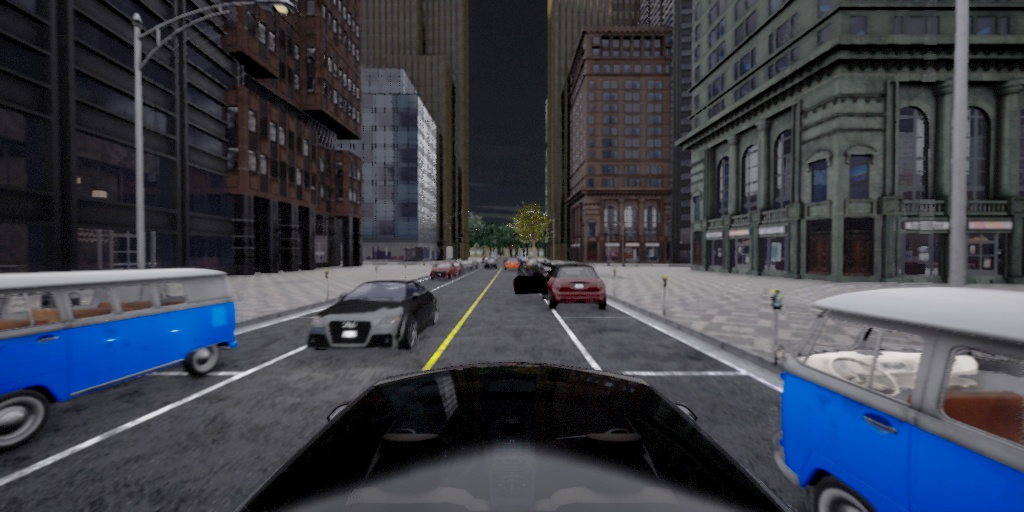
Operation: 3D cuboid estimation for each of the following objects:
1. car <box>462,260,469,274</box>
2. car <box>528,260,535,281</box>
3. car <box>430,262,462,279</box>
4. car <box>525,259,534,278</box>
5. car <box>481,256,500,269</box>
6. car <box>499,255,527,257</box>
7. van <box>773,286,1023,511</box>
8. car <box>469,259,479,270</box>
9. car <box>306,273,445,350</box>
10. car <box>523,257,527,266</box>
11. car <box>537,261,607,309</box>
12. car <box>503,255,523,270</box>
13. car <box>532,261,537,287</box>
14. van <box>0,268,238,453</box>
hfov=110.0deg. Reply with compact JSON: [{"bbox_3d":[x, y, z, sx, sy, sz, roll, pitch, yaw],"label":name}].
[{"bbox_3d":[-5.788,1.239,36.226,1.802,1.307,4.207,0,0,0],"label":"car"},{"bbox_3d":[2.741,1.238,31.554,1.948,1.339,4.313,0,0,0],"label":"car"},{"bbox_3d":[-5.784,1.219,30.849,1.888,1.381,4.507,0,0,0],"label":"car"},{"bbox_3d":[2.737,1.206,36.757,2.007,1.370,4.403,0,0,0],"label":"car"},{"bbox_3d":[-3.035,1.115,52.470,1.882,1.535,5.008,0,0,0],"label":"car"},{"bbox_3d":[0.479,0.910,61.151,2.097,1.767,4.553,0,0,38],"label":"car"},{"bbox_3d":[2.799,1.092,1.079,1.690,1.789,3.998,0,0,0],"label":"van"},{"bbox_3d":[-5.795,1.168,46.982,2.007,1.370,4.403,0,0,0],"label":"car"},{"bbox_3d":[-3.104,1.297,8.846,1.994,1.385,4.181,0,0,0],"label":"car"},{"bbox_3d":[2.730,1.143,47.333,1.751,1.417,4.829,0,0,0],"label":"car"},{"bbox_3d":[2.379,1.071,14.826,2.097,1.767,4.553,0,0,0],"label":"car"},{"bbox_3d":[0.054,0.962,48.849,2.097,1.767,4.553,0,0,0],"label":"car"},{"bbox_3d":[2.745,1.254,26.351,1.948,1.339,4.313,0,0,0],"label":"car"},{"bbox_3d":[-5.766,1.083,4.763,1.690,1.789,3.998,0,0,0],"label":"van"}]
